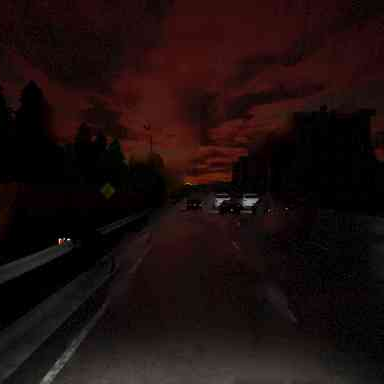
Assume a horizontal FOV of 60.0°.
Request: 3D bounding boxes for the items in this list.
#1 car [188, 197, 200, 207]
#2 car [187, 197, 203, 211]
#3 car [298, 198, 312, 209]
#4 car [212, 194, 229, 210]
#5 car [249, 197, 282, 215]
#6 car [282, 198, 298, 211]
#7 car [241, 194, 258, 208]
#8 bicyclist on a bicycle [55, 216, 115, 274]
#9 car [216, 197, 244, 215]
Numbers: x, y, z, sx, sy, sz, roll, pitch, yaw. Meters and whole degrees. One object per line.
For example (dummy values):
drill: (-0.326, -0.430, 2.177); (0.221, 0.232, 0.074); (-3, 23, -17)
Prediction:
car: (0.268, 1.526, 51.025); (1.812, 1.442, 4.674); (0, 0, 0)
car: (0.341, 1.547, 40.675); (2.033, 1.411, 5.357); (0, 0, 0)
car: (14.344, 1.478, 44.306); (1.882, 1.535, 5.008); (0, 0, 0)
car: (3.837, 1.221, 43.944); (2.150, 2.045, 5.566); (0, 0, 0)
car: (7.295, 1.505, 33.596); (1.837, 1.490, 4.892); (0, 0, 0)
car: (10.829, 1.601, 40.215); (1.895, 1.301, 4.718); (0, 0, 0)
car: (7.339, 1.221, 43.506); (2.150, 2.045, 5.566); (0, 0, 0)
bicyclist on a bicycle: (-2.909, 1.491, 9.102); (1.656, 1.620, 0.582); (4, 0, -1)
car: (3.798, 1.526, 34.029); (1.812, 1.442, 4.674); (0, 0, 0)
